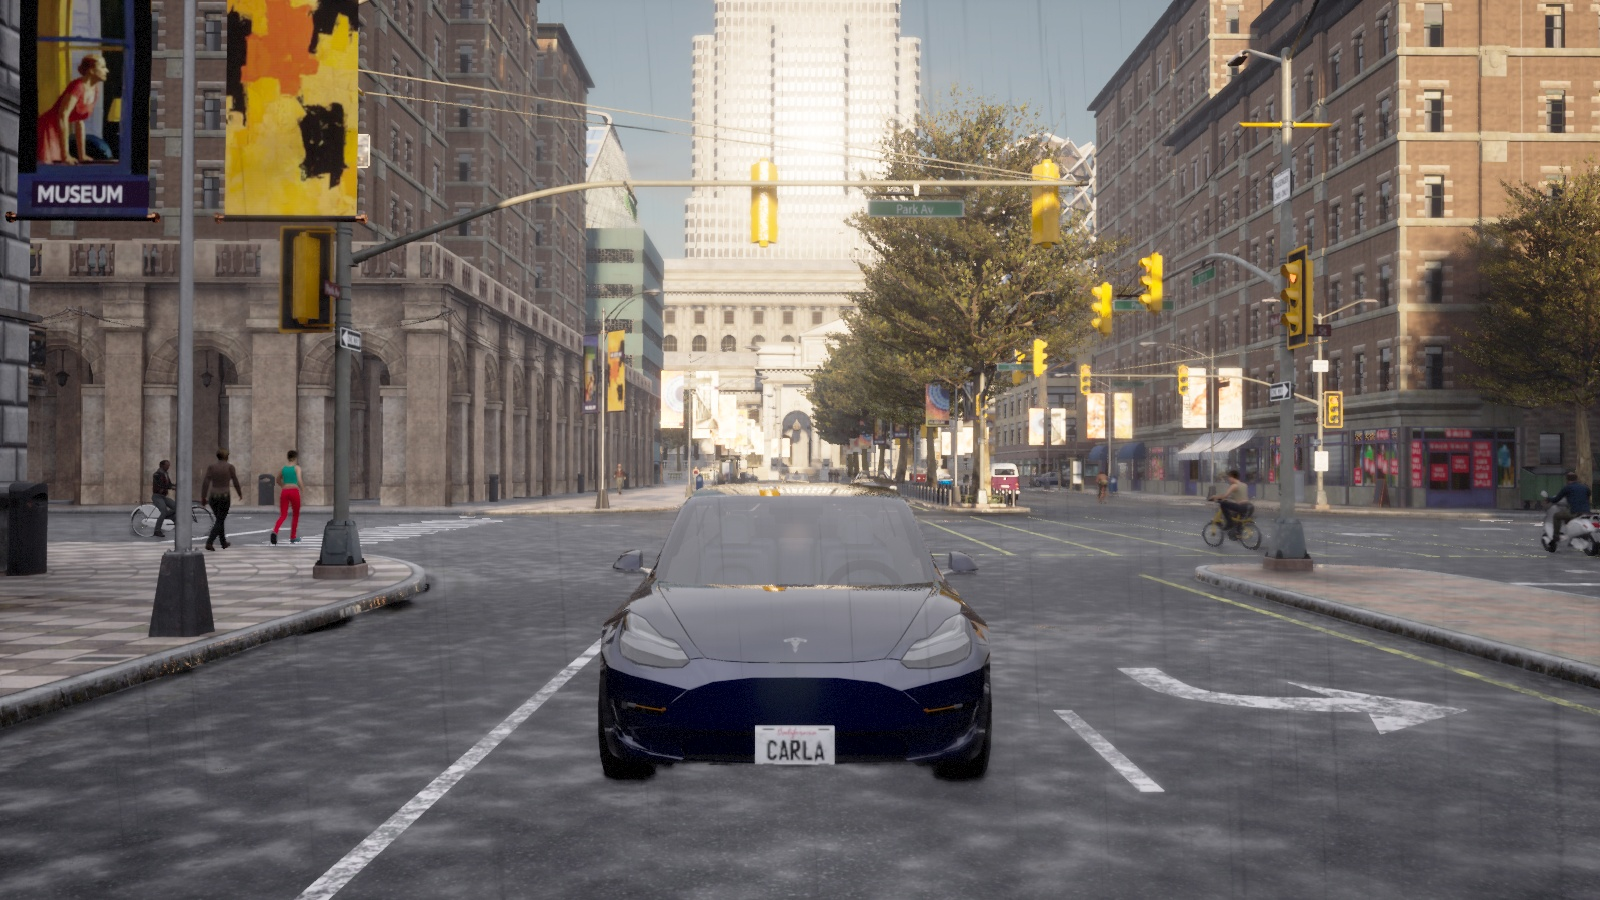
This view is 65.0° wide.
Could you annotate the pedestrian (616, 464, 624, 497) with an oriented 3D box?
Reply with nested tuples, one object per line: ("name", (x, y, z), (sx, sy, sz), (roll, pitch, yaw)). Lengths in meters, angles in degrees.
("pedestrian", (-10.217, 1.705, 71.184), (0.376, 1.854, 0.720), (0, -1, 0))

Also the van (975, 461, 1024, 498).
("van", (11.326, 1.693, 71.639), (2.069, 2.038, 4.480), (0, -1, 0))

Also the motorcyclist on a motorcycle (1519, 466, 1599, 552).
("motorcyclist on a motorcycle", (14.940, 1.117, 24.400), (0.866, 1.590, 1.817), (0, -1, 0))

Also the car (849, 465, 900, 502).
("car", (3.435, 1.566, 58.898), (2.152, 1.651, 5.027), (0, -1, 1))

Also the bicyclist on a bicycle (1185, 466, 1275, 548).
("bicyclist on a bicycle", (8.797, 1.147, 25.740), (0.866, 1.612, 1.509), (-1, -1, -30))

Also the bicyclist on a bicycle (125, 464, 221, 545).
("bicyclist on a bicycle", (-14.120, 1.216, 28.301), (1.843, 1.776, 0.659), (0, -1, 0))

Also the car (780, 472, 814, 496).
("car", (-0.195, 2.172, 80.987), (2.163, 1.488, 4.792), (0, -1, 0))

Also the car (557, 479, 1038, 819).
("car", (-0.020, 0.950, 8.059), (2.163, 1.488, 4.792), (0, -1, 0))

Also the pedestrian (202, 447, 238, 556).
("pedestrian", (-9.936, 0.872, 21.520), (0.331, 1.846, 0.634), (0, -1, -2))

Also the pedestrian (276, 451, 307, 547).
("pedestrian", (-9.887, 0.944, 24.428), (0.345, 1.836, 0.594), (0, -1, 3))
